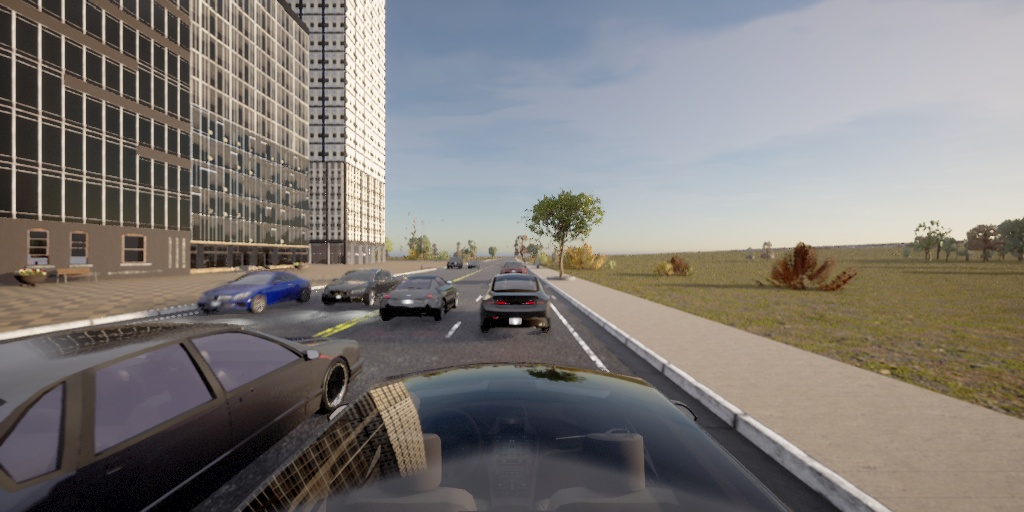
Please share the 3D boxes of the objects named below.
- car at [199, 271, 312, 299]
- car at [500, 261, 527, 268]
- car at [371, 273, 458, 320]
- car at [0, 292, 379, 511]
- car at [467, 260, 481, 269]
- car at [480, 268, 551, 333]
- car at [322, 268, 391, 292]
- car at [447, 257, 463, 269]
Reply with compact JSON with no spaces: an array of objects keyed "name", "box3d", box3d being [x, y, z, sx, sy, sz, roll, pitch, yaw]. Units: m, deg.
[{"name":"car","box3d":[-9.825,1.323,14.202,1.812,1.442,4.674,0,0,0]},{"name":"car","box3d":[0.126,1.207,29.142,2.097,1.767,4.553,0,0,0]},{"name":"car","box3d":[-3.138,1.357,12.802,1.994,1.385,4.181,0,0,0]},{"name":"car","box3d":[-3.148,1.302,2.973,2.033,1.411,5.357,0,0,0]},{"name":"car","box3d":[-6.443,1.517,61.308,1.837,1.490,4.892,0,0,0]},{"name":"car","box3d":[0.108,1.292,10.959,1.837,1.490,4.892,0,0,1]},{"name":"car","box3d":[-6.586,1.310,16.048,1.837,1.490,4.892,0,0,0]},{"name":"car","box3d":[-9.693,1.194,61.246,2.150,2.045,5.566,0,0,0]}]
